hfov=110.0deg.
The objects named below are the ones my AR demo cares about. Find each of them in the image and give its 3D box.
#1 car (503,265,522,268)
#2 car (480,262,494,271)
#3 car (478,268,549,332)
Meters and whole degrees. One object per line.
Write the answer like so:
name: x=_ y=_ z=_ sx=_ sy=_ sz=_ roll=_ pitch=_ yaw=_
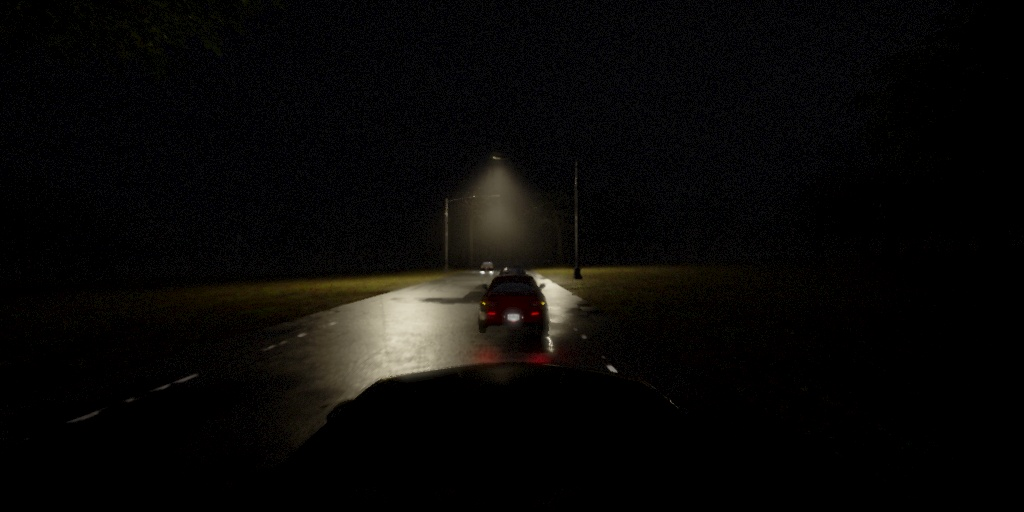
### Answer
car: x=0.042 y=1.362 z=25.232 sx=2.033 sy=1.411 sz=5.357 roll=0 pitch=0 yaw=0
car: x=-3.579 y=1.533 z=53.144 sx=2.033 sy=1.411 sz=5.357 roll=0 pitch=0 yaw=0
car: x=0.051 y=1.263 z=10.686 sx=1.812 sy=1.442 sz=4.674 roll=0 pitch=0 yaw=0
